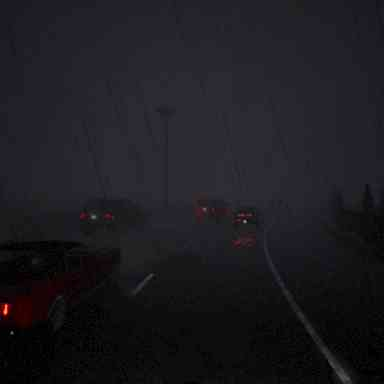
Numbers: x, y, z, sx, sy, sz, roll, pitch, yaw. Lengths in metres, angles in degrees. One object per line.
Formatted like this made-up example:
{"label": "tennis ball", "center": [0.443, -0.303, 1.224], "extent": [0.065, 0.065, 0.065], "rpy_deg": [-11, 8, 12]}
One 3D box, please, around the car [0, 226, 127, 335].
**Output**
{"label": "car", "center": [-2.966, 1.662, 6.872], "extent": [1.895, 1.301, 4.718], "rpy_deg": [0, -1, 5]}

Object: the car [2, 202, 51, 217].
{"label": "car", "center": [-15.731, 1.762, 31.876], "extent": [2.128, 1.511, 4.902], "rpy_deg": [0, -1, 19]}

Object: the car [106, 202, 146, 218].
{"label": "car", "center": [-6.946, 1.849, 35.722], "extent": [1.837, 1.490, 4.892], "rpy_deg": [0, -1, 22]}

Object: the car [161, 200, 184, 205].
{"label": "car", "center": [-3.066, 2.012, 52.658], "extent": [1.882, 1.535, 5.008], "rpy_deg": [0, -1, 26]}

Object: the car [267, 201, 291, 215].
{"label": "car", "center": [10.560, 1.809, 40.188], "extent": [2.097, 1.767, 4.553], "rpy_deg": [0, -1, 25]}

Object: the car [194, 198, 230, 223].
{"label": "car", "center": [1.918, 1.531, 29.084], "extent": [2.150, 2.045, 5.566], "rpy_deg": [0, -1, 19]}

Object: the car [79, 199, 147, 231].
{"label": "car", "center": [-4.463, 1.409, 19.669], "extent": [2.150, 2.045, 5.566], "rpy_deg": [0, -1, 12]}

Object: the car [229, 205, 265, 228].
{"label": "car", "center": [4.307, 1.782, 25.049], "extent": [1.837, 1.490, 4.892], "rpy_deg": [0, 0, 17]}
